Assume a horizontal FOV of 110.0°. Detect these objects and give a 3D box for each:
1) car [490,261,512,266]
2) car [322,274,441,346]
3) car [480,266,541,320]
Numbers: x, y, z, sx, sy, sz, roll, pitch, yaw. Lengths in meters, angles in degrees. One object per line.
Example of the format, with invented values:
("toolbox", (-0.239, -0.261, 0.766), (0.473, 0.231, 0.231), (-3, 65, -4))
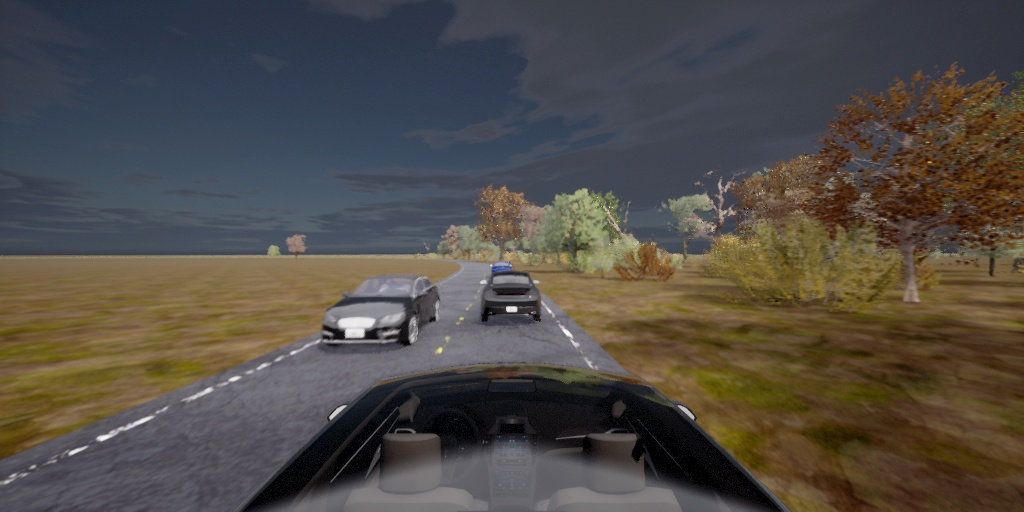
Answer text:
("car", (-1.014, 1.233, 33.722), (1.882, 1.535, 5.008), (0, 0, -4))
("car", (-3.118, 1.245, 9.468), (2.128, 1.511, 4.902), (0, 0, -1))
("car", (-0.065, 1.256, 12.530), (1.837, 1.490, 4.892), (0, 0, -1))
